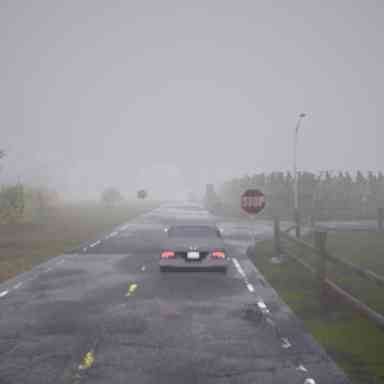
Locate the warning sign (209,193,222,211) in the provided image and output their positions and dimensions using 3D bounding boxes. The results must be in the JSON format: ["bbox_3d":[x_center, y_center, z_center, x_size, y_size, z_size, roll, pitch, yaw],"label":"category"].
[{"bbox_3d":[2.445,1.003,35.122,1.300,1.860,1.060,0,0,0],"label":"warning sign"}]

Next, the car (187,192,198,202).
[{"bbox_3d":[-0.006,1.309,67.572,1.994,1.385,4.181,0,0,0],"label":"car"}]

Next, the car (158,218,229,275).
[{"bbox_3d":[0.050,1.518,10.287,2.033,1.411,5.357,0,0,0],"label":"car"}]
